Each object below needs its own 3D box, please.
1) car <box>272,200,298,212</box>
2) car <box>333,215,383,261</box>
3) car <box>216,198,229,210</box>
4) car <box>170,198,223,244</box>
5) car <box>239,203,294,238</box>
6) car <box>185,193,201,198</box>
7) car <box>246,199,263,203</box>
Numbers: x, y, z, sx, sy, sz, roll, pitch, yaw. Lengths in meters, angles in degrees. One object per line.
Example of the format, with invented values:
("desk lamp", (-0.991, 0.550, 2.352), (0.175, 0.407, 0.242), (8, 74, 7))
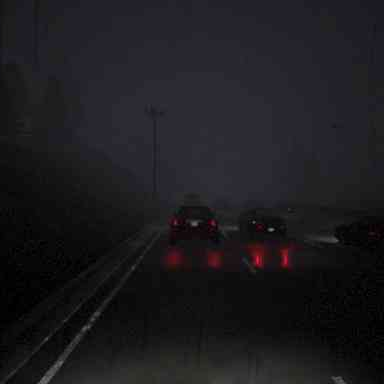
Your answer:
("car", (10.614, 1.597, 38.578), (1.895, 1.301, 4.718), (0, 0, 0))
("car", (7.107, 1.545, 12.117), (2.033, 1.411, 5.357), (0, 0, 0))
("car", (3.617, 1.489, 42.741), (2.128, 1.511, 4.902), (0, 0, 0))
("car", (0.107, 1.351, 15.933), (2.097, 1.767, 4.553), (0, 0, 0))
("car", (3.604, 1.524, 17.435), (1.812, 1.442, 4.674), (0, 0, 0))
("car", (0.118, 1.220, 47.822), (2.150, 2.045, 5.566), (0, 0, 0))
("car", (7.116, 1.544, 37.988), (2.033, 1.411, 5.357), (0, 0, 0))
